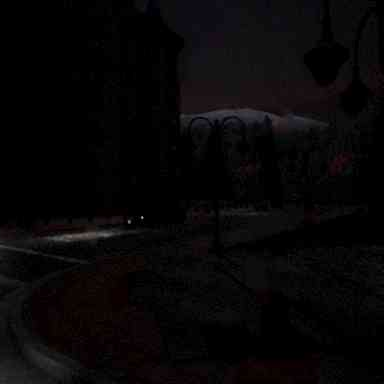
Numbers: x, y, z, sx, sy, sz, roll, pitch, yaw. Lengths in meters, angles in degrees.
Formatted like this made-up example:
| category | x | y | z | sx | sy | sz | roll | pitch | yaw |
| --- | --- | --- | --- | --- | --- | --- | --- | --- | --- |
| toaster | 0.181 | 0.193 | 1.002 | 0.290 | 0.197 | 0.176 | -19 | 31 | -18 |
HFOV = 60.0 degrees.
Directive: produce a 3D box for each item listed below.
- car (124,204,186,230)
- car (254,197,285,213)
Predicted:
| category | x | y | z | sx | sy | sz | roll | pitch | yaw |
| --- | --- | --- | --- | --- | --- | --- | --- | --- | --- |
| car | -2.341 | 1.535 | 21.991 | 2.128 | 1.511 | 4.902 | 0 | 0 | 36 |
| car | 8.735 | 1.396 | 37.215 | 2.097 | 1.767 | 4.553 | 0 | 0 | 36 |
